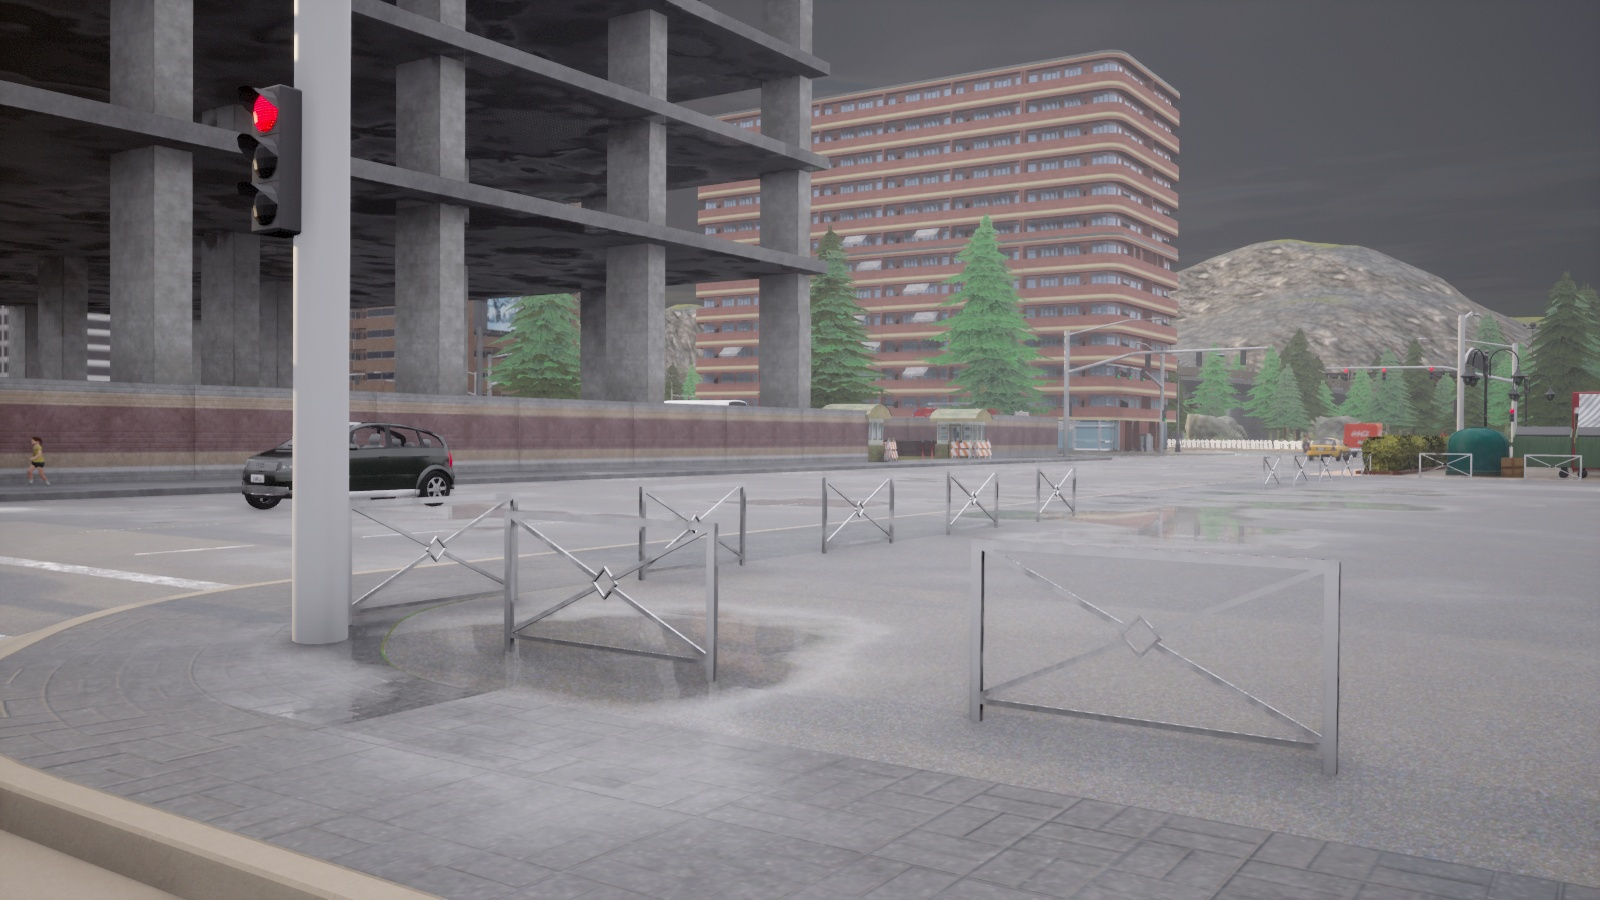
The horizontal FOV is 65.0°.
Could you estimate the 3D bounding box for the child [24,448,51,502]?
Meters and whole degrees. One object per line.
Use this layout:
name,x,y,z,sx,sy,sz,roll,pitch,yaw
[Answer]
child,-15.840,0.508,26.099,0.255,1.110,0.394,0,1,31

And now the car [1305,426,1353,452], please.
car,33.103,-0.709,78.562,1.801,1.575,5.366,0,1,33

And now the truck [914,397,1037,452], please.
truck,12.724,-1.789,91.463,8.468,3.827,2.891,0,1,34

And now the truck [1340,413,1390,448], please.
truck,40.539,-1.402,90.050,2.627,2.467,5.204,0,1,31

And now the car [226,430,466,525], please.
car,-8.049,0.424,22.539,1.789,1.549,3.705,0,1,33
